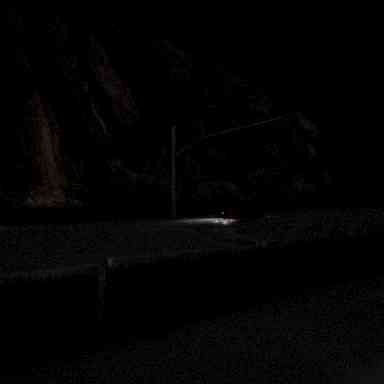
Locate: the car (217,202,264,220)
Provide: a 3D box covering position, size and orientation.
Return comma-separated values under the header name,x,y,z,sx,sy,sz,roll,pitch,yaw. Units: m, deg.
name,x,y,z,sx,sy,sz,roll,pitch,yaw
car,4.156,1.544,28.451,4.181,1.385,1.994,0,0,-35
